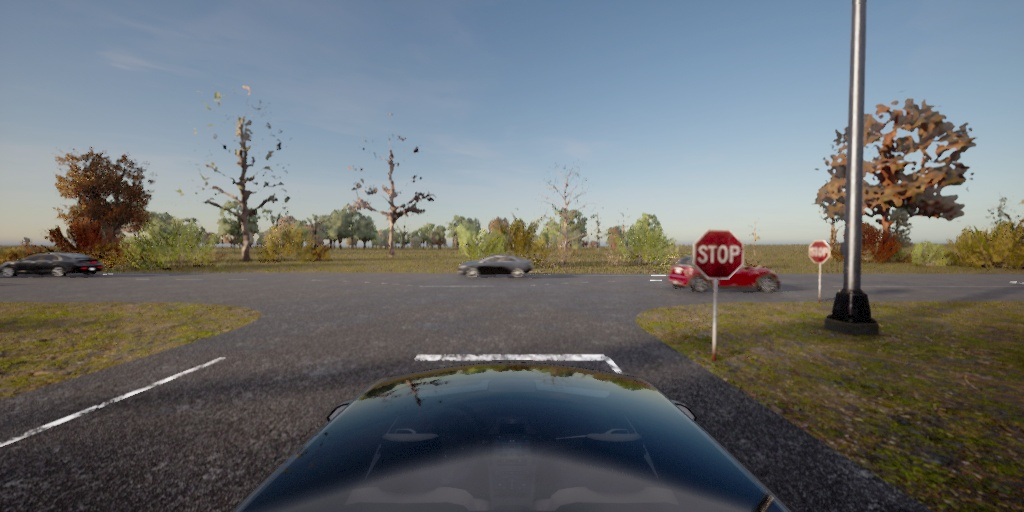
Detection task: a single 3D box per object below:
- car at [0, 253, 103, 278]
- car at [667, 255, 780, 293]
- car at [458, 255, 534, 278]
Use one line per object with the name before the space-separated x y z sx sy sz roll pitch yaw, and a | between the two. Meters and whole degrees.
car | -29.003 0.564 22.622 4.892 1.490 1.837 0 2 -2
car | 9.891 0.743 16.864 4.553 1.767 2.097 0 2 -2
car | -1.047 0.662 23.541 4.902 1.511 2.128 0 2 -2
